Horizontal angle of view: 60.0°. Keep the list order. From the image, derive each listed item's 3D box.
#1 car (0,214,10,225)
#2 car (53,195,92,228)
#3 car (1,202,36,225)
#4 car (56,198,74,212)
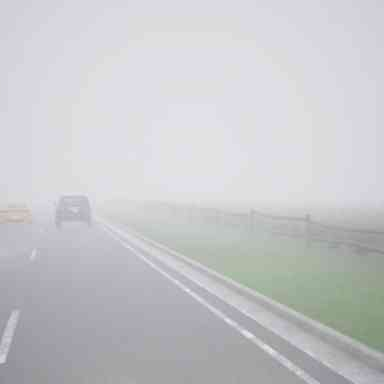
[{"bbox_3d":[-5.378,1.473,6.961,2.128,1.511,4.902,0,0,-23],"label":"car"},{"bbox_3d":[-8.067,1.217,22.521,2.150,2.045,5.566,0,0,-23],"label":"car"},{"bbox_3d":[-12.365,1.449,23.787,1.882,1.535,5.008,0,0,-23],"label":"car"},{"bbox_3d":[-15.237,1.490,39.806,1.837,1.490,4.892,0,0,-22],"label":"car"}]
